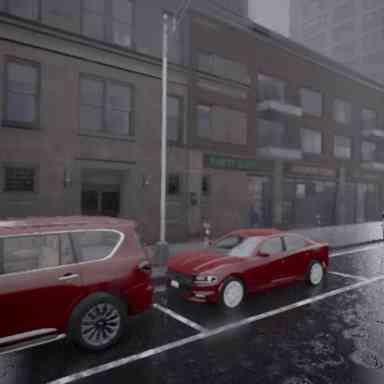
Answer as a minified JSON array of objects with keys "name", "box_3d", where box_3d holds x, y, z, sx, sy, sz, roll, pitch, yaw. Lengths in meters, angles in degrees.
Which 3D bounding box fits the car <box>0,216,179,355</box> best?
[{"name":"car","box_3d":[-2.918,1.337,4.642,5.009,1.841,2.192,0,1,-37]}]

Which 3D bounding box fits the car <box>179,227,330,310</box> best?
[{"name":"car","box_3d":[1.474,1.580,7.922,4.507,1.381,1.887,0,1,-37]}]
